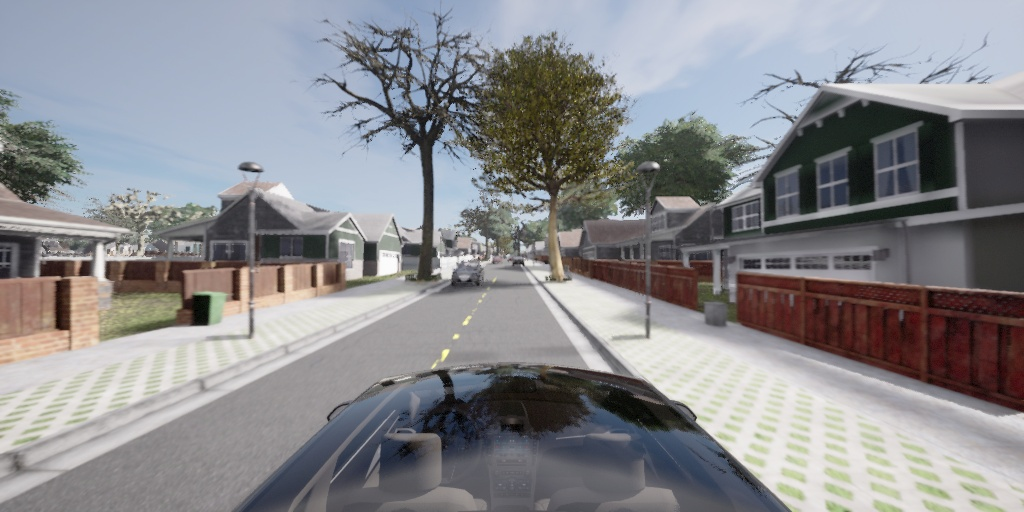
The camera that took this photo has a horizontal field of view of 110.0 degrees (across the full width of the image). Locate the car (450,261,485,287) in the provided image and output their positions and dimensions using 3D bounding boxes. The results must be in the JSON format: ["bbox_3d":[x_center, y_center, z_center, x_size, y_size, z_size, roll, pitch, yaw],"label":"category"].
[{"bbox_3d":[-2.836,1.121,23.690,2.128,1.511,4.902,0,0,0],"label":"car"}]

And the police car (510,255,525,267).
[{"bbox_3d":[0.989,0.770,55.830,1.930,1.638,5.238,0,1,0],"label":"police car"}]
